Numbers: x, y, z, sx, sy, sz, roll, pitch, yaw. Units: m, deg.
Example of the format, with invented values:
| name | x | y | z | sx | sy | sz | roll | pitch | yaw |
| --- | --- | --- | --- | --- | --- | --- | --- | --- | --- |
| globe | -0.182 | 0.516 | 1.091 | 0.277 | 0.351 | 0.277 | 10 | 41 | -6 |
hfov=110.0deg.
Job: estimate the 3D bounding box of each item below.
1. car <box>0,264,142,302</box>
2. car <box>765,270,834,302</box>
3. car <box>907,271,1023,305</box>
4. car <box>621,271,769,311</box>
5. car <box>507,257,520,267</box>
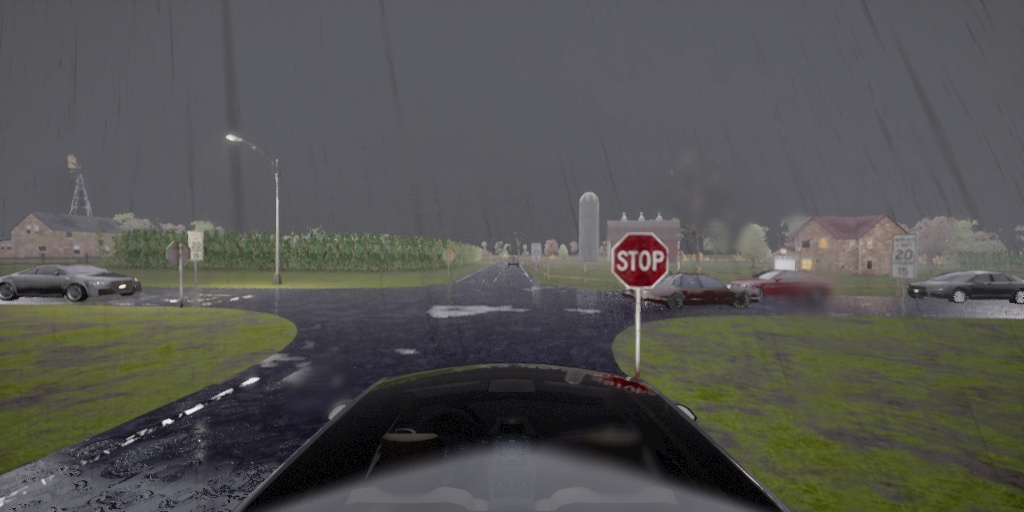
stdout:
| name | x | y | z | sx | sy | sz | roll | pitch | yaw |
| --- | --- | --- | --- | --- | --- | --- | --- | --- | --- |
| car | -17.797 | 1.030 | 14.530 | 4.181 | 1.385 | 1.994 | 1 | 1 | 0 |
| car | 12.962 | 1.388 | 17.547 | 4.674 | 1.442 | 1.812 | 1 | 1 | 1 |
| car | 22.240 | 1.497 | 17.519 | 4.892 | 1.490 | 1.837 | 1 | 1 | 0 |
| car | 7.239 | 1.372 | 14.607 | 5.357 | 1.411 | 2.033 | 1 | 1 | -13 |
| car | 0.256 | 1.021 | 59.423 | 1.837 | 1.490 | 4.892 | 0 | -1 | 0 |
